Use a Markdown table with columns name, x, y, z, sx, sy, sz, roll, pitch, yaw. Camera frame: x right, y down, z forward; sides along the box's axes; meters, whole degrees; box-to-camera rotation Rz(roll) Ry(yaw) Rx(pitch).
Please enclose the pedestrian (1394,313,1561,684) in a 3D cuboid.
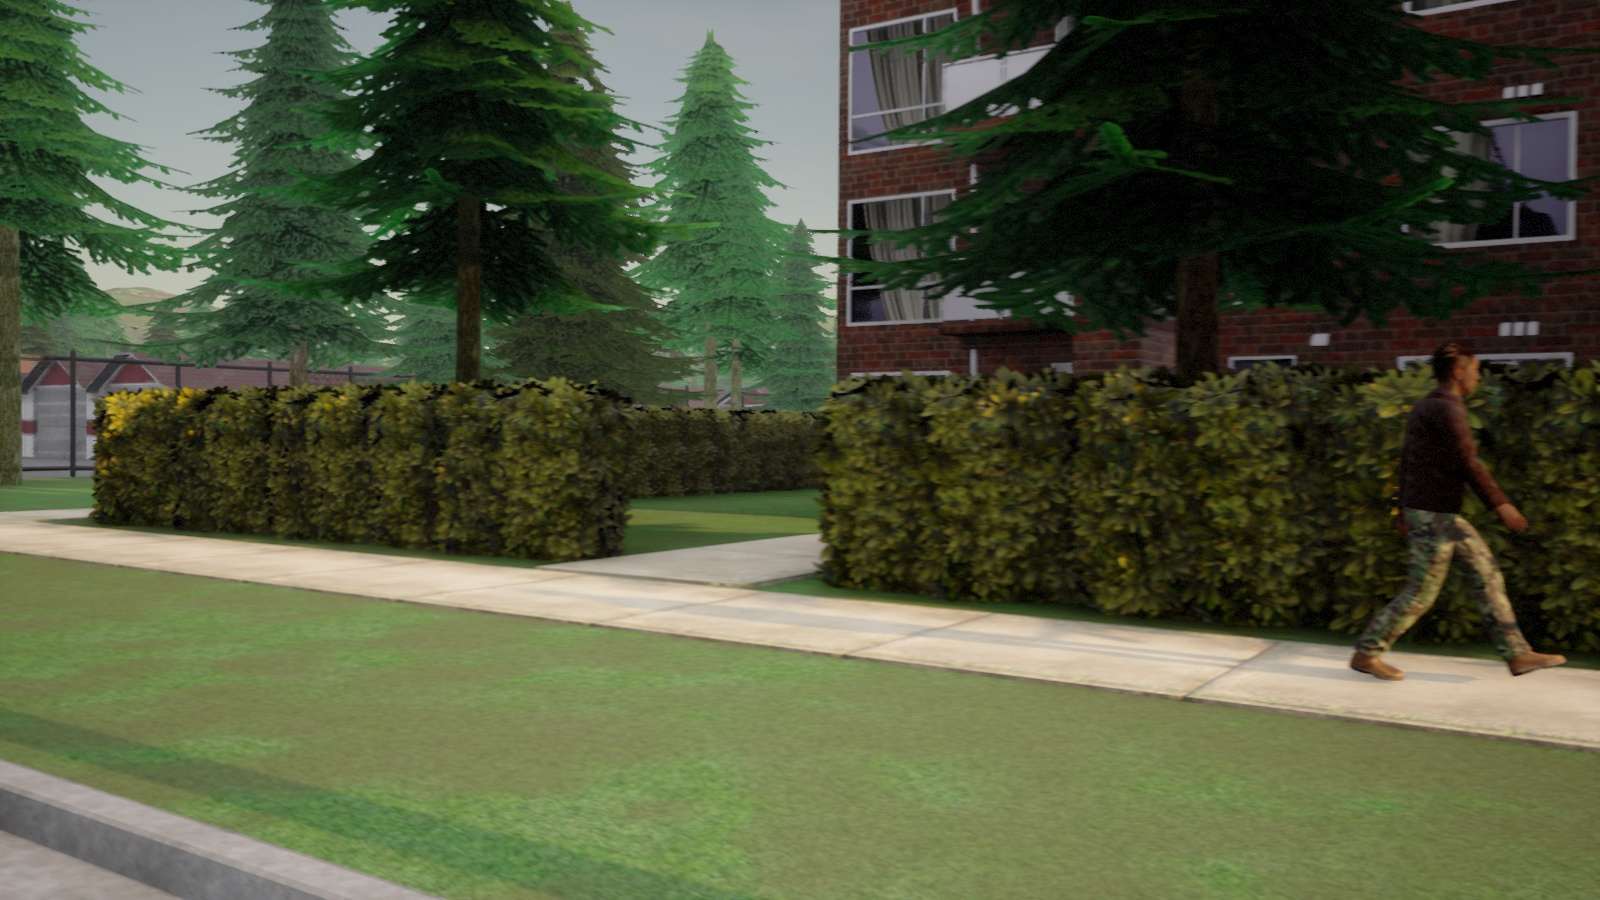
| name | x | y | z | sx | sy | sz | roll | pitch | yaw |
| --- | --- | --- | --- | --- | --- | --- | --- | --- | --- |
| pedestrian | 3.509 | 0.239 | 6.542 | 0.703 | 1.840 | 0.431 | 0 | 1 | 18 |
